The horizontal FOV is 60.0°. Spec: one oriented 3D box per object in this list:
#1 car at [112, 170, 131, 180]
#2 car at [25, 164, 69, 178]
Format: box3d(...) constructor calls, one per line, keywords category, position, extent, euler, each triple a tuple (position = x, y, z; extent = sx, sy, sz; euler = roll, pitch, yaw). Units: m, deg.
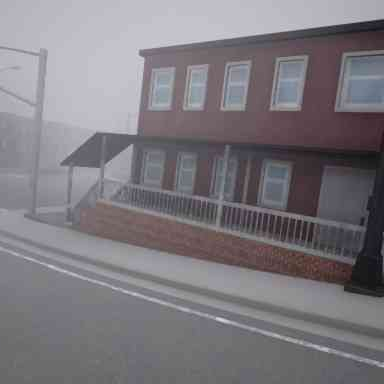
box3d(category="car", position=(-9.096, -2.461, 48.783), extent=(2.033, 1.411, 5.357), euler=(10, 6, 36))
box3d(category="car", position=(-16.649, -2.510, 38.340), extent=(1.837, 1.490, 4.892), euler=(10, 6, 35))
